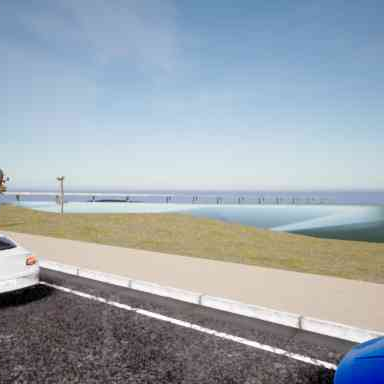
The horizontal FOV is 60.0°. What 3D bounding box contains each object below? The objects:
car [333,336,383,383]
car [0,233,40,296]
[{"bbox_3d":[3.245,1.478,1.365,5.008,1.535,1.882,0,0,36],"label":"car"},{"bbox_3d":[-5.262,1.525,7.458,4.674,1.442,1.812,0,0,35],"label":"car"}]
